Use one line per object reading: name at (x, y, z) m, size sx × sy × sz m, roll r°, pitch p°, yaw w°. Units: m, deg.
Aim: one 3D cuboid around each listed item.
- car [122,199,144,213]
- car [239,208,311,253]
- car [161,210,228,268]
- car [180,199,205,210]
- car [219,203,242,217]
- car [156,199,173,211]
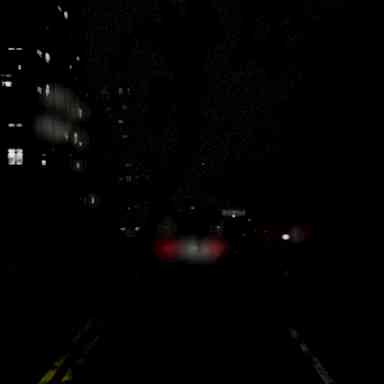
car at (-6.568, 1.526, 37.203) m, size 1.837 × 1.490 × 4.892 m, roll 0°, pitch -1°, yaw 0°
car at (3.315, 1.566, 13.716) m, size 1.994 × 1.385 × 4.181 m, roll 0°, pitch 0°, yaw 0°
car at (0.044, 1.551, 11.191) m, size 2.033 × 1.411 × 5.357 m, roll 0°, pitch 0°, yaw 1°
car at (0.068, 1.365, 29.471) m, size 2.097 × 1.767 × 4.553 m, roll 0°, pitch 0°, yaw 0°
car at (3.314, 1.613, 28.488) m, size 1.895 × 1.301 × 4.718 m, roll 0°, pitch 0°, yaw 0°
car at (-3.292, 1.571, 40.993) m, size 2.033 × 1.411 × 5.357 m, roll 0°, pitch 0°, yaw 1°
